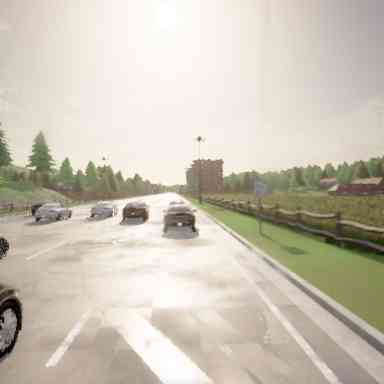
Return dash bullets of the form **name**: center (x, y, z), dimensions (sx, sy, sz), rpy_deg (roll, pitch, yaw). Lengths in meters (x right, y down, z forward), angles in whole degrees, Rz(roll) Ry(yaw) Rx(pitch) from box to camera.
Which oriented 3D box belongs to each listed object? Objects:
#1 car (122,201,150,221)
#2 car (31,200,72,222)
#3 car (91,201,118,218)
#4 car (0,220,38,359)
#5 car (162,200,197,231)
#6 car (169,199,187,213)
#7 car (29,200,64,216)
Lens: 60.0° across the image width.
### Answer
- **car**: center (-4.622, 1.515, 27.871), dimensions (1.882, 1.535, 5.008), rpy_deg (-1, 0, -3)
- **car**: center (-11.643, 1.652, 28.148), dimensions (1.812, 1.442, 4.674), rpy_deg (-1, 0, -3)
- **car**: center (-8.307, 1.607, 31.712), dimensions (1.812, 1.442, 4.674), rpy_deg (-1, 0, -3)
- **car**: center (-3.555, 1.394, 3.163), dimensions (2.097, 1.767, 4.553), rpy_deg (-1, 0, -2)
- **car**: center (-0.773, 1.500, 20.454), dimensions (1.837, 1.490, 4.892), rpy_deg (-1, 0, -3)
- **car**: center (-1.603, 1.556, 38.112), dimensions (1.994, 1.385, 4.181), rpy_deg (-1, 0, -3)
- **car**: center (-15.502, 1.675, 35.704), dimensions (1.837, 1.490, 4.892), rpy_deg (-1, 0, -3)
